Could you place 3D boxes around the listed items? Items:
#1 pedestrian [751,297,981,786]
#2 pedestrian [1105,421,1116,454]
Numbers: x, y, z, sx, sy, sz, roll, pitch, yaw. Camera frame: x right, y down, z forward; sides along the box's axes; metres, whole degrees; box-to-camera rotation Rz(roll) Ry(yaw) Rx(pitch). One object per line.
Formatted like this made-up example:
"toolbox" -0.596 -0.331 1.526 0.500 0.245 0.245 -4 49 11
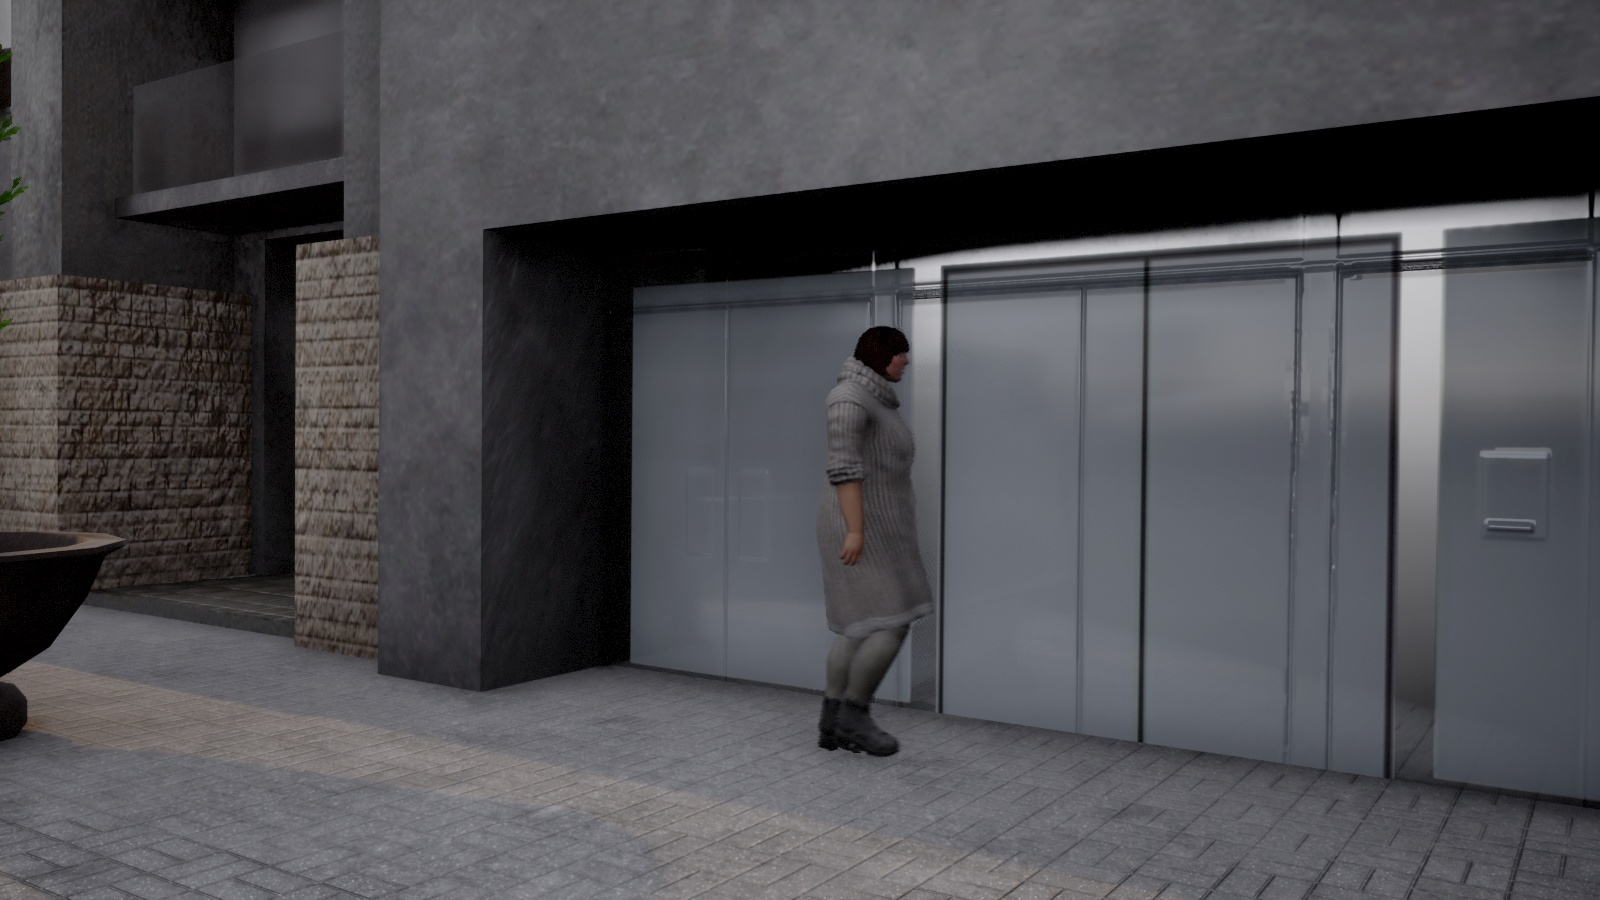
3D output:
"pedestrian" 0.306 0.364 5.423 0.873 1.952 0.659 0 1 13
"pedestrian" 18.024 -0.728 72.946 0.376 1.854 0.720 0 1 33
